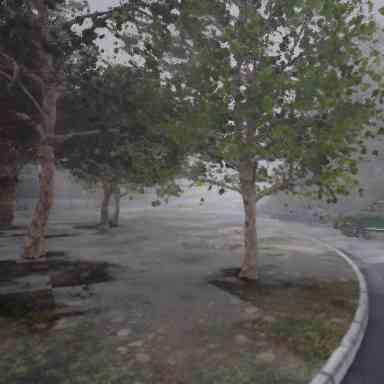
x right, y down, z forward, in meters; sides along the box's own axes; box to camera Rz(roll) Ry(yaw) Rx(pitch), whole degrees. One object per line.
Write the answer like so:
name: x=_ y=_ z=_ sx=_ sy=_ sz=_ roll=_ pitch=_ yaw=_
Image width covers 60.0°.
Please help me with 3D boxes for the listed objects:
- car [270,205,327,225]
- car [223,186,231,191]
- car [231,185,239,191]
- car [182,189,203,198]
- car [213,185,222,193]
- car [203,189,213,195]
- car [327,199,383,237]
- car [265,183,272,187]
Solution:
car: x=8.282 y=1.668 z=25.168 sx=2.033 sy=1.411 sz=5.357 roll=0 pitch=0 yaw=-26
car: x=6.898 y=-0.816 z=82.544 sx=2.435 sy=2.045 sz=5.566 roll=0 pitch=3 yaw=25
car: x=11.609 y=-1.146 z=92.534 sx=2.163 sy=1.488 sz=4.792 roll=0 pitch=3 yaw=25
car: x=-0.295 y=0.365 z=67.343 sx=1.946 sy=1.575 sz=5.366 roll=0 pitch=3 yaw=25
car: x=4.424 y=-0.248 z=77.313 sx=1.946 sy=1.575 sz=5.366 roll=0 pitch=3 yaw=25
car: x=2.069 y=0.057 z=72.325 sx=1.946 sy=1.575 sz=5.366 roll=0 pitch=3 yaw=25
car: x=10.022 y=1.312 z=16.493 sx=2.150 sy=2.045 sz=5.566 roll=0 pitch=0 yaw=-44
car: x=19.336 y=-0.863 z=81.439 sx=2.128 sy=1.511 sz=4.902 roll=0 pitch=3 yaw=26
